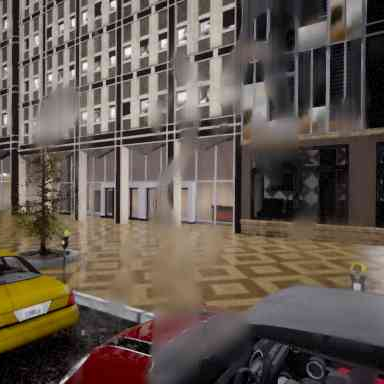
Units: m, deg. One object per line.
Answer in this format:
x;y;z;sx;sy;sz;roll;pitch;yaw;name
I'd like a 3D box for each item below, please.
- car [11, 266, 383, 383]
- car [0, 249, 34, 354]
0.810;1.440;2.287;4.097;1.590;1.967;0;1;36;car
-3.955;1.524;5.687;4.829;1.417;1.752;0;1;36;car
